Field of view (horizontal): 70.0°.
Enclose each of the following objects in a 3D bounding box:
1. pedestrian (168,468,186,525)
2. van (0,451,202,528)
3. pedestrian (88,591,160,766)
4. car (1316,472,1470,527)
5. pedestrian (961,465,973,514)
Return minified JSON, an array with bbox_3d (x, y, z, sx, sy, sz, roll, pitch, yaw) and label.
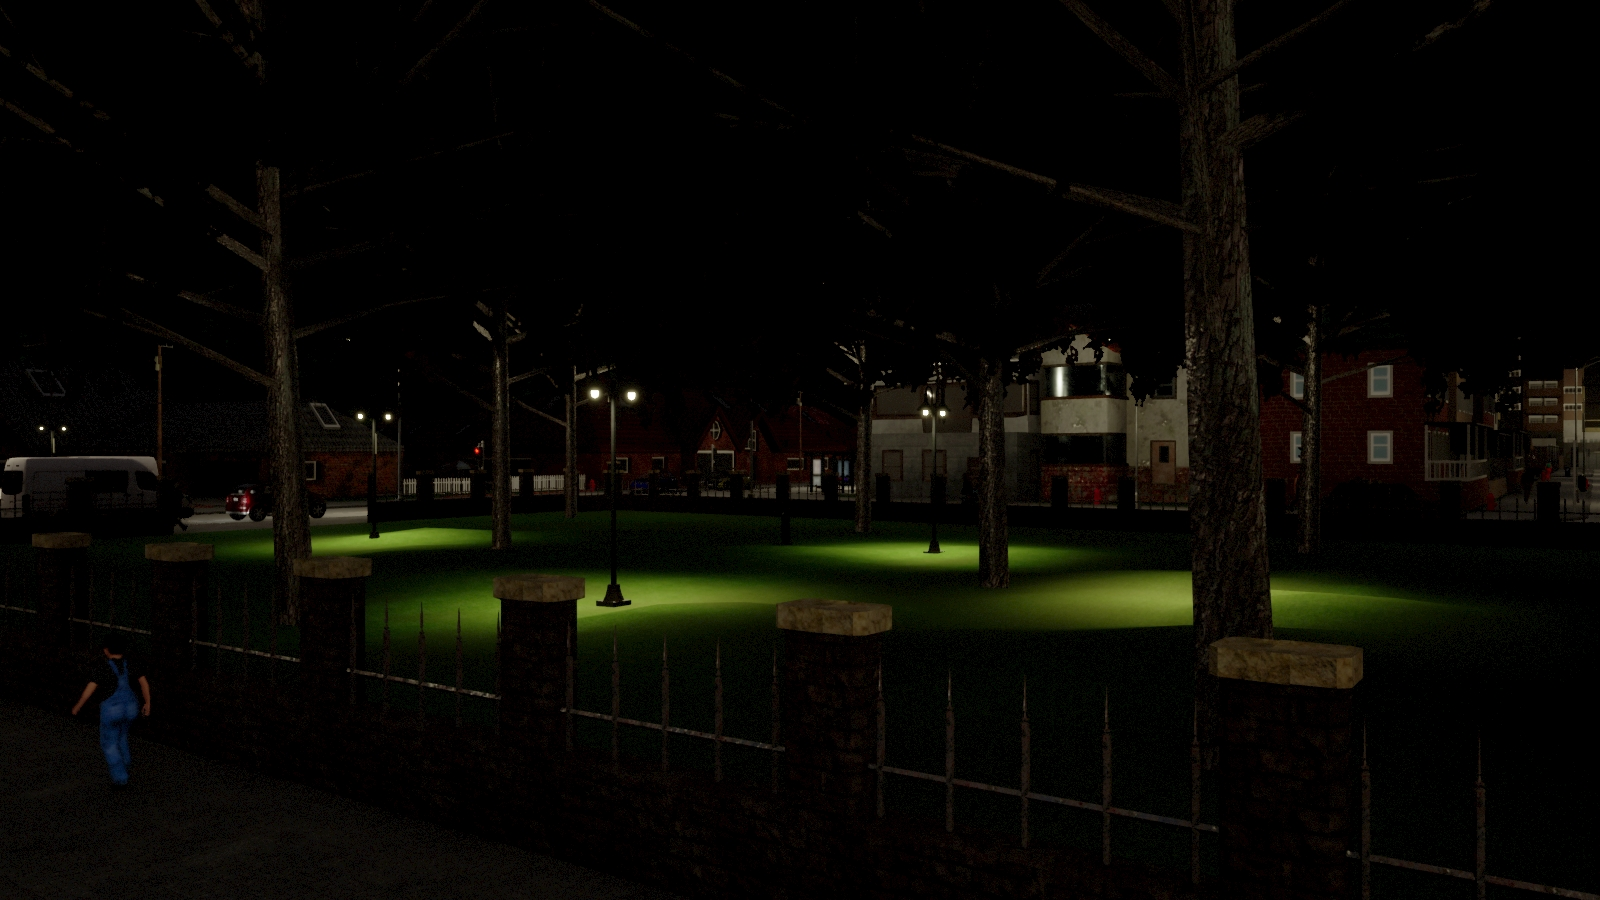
[{"bbox_3d":[-20.464,1.525,37.535,0.375,1.860,0.375,0,0,35],"label":"pedestrian"},{"bbox_3d":[-24.847,1.314,40.778,1.988,2.561,5.915,0,0,36],"label":"van"},{"bbox_3d":[-5.397,1.805,9.127,0.375,1.300,0.375,0,0,35],"label":"pedestrian"},{"bbox_3d":[20.825,1.685,40.170,4.553,1.767,2.097,0,0,35],"label":"car"},{"bbox_3d":[6.399,1.524,43.713,0.375,1.860,0.375,0,0,-3],"label":"pedestrian"}]
